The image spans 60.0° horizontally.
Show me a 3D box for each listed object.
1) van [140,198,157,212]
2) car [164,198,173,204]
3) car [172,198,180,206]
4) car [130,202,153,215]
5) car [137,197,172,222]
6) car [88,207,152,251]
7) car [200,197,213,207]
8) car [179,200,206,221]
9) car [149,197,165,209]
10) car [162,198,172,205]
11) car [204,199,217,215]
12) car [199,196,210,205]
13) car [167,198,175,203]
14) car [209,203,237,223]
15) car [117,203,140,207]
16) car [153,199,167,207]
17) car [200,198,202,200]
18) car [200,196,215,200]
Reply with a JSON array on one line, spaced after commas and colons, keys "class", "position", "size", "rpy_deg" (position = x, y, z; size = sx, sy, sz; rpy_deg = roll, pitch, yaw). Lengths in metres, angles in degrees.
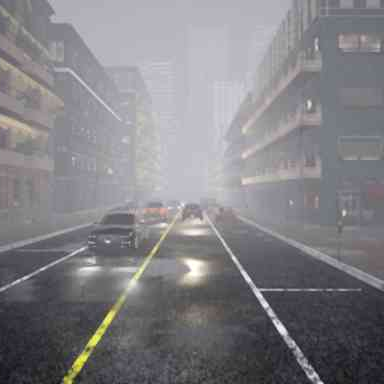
[{"class": "van", "position": [-5.731, 1.692, 43.919], "size": [1.690, 1.788, 3.998], "rpy_deg": [-1, 0, 0]}, {"class": "car", "position": [-5.819, 2.247, 83.130], "size": [1.802, 1.307, 4.206], "rpy_deg": [-1, 0, 0]}, {"class": "car", "position": [-3.120, 1.973, 62.242], "size": [1.882, 1.535, 5.008], "rpy_deg": [0, 0, 1]}, {"class": "car", "position": [-5.720, 1.858, 38.315], "size": [2.008, 1.369, 4.403], "rpy_deg": [-1, 0, 0]}, {"class": "car", "position": [-3.139, 1.581, 28.665], "size": [2.097, 1.767, 4.553], "rpy_deg": [0, 0, 0]}, {"class": "car", "position": [-3.108, 1.625, 14.715], "size": [1.837, 1.490, 4.892], "rpy_deg": [0, -1, 0]}, {"class": "car", "position": [2.591, 1.796, 60.708], "size": [2.192, 1.841, 5.009], "rpy_deg": [-1, 0, 0]}, {"class": "car", "position": [0.034, 1.745, 30.065], "size": [1.837, 1.490, 4.892], "rpy_deg": [0, 0, 0]}, {"class": "car", "position": [-5.771, 1.756, 55.122], "size": [2.192, 1.841, 5.009], "rpy_deg": [-1, 0, 0]}, {"class": "car", "position": [-5.811, 2.202, 77.528], "size": [1.802, 1.307, 4.206], "rpy_deg": [-1, 0, 0]}, {"class": "car", "position": [2.627, 1.829, 38.469], "size": [1.752, 1.417, 4.829], "rpy_deg": [-1, 0, 0]}, {"class": "car", "position": [2.574, 1.886, 71.912], "size": [2.192, 1.841, 5.009], "rpy_deg": [-1, 0, 0]}, {"class": "car", "position": [-5.836, 2.306, 94.334], "size": [2.008, 1.369, 4.403], "rpy_deg": [-1, 0, 0]}, {"class": "car", "position": [2.644, 1.796, 27.095], "size": [1.802, 1.307, 4.206], "rpy_deg": [-1, 0, 0]}, {"class": "car", "position": [-5.703, 1.800, 27.111], "size": [1.802, 1.307, 4.206], "rpy_deg": [-1, 0, 0]}, {"class": "car", "position": [-5.793, 2.036, 60.723], "size": [2.008, 1.369, 4.403], "rpy_deg": [-1, 0, 0]}, {"class": "car", "position": [-0.008, 1.857, 41.825], "size": [1.812, 1.442, 4.674], "rpy_deg": [0, 0, 0]}, {"class": "car", "position": [2.607, 1.707, 49.505], "size": [2.192, 1.841, 5.009], "rpy_deg": [-1, 0, 0]}]
